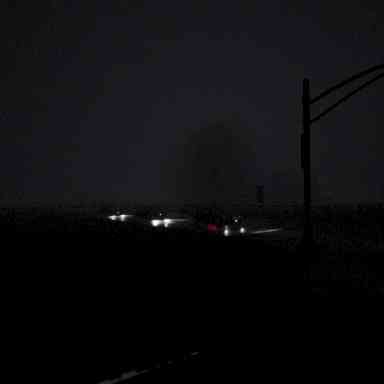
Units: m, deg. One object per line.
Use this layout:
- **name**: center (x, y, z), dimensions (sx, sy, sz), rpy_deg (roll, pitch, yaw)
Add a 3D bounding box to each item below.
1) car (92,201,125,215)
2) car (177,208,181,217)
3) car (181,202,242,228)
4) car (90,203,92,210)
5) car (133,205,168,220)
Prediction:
- **car**: center (-10.337, 2.110, 41.829), dimensions (2.033, 1.411, 5.357), rpy_deg (-1, 0, -35)
- **car**: center (0.358, 1.817, 33.252), dimensions (1.837, 1.490, 4.892), rpy_deg (-1, 0, -36)
- **car**: center (1.642, 1.771, 25.114), dimensions (2.128, 1.511, 4.902), rpy_deg (-1, 0, -36)
- **car**: center (-15.479, 2.180, 55.317), dimensions (2.128, 1.511, 4.902), rpy_deg (-1, 0, -36)
- **car**: center (-4.189, 1.981, 33.230), dimensions (1.994, 1.385, 4.181), rpy_deg (-1, 0, -37)
